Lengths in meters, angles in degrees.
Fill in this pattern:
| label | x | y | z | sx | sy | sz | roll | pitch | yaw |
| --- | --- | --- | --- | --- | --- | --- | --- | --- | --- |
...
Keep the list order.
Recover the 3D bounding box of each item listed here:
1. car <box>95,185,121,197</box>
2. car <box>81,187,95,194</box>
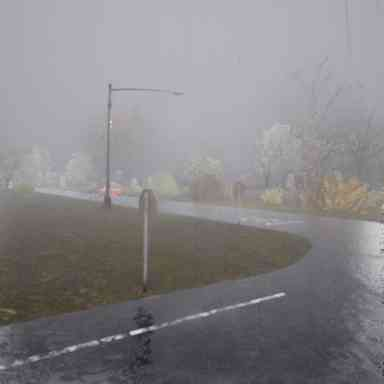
| label | x | y | z | sx | sy | sz | roll | pitch | yaw |
| --- | --- | --- | --- | --- | --- | --- | --- | --- | --- |
| car | -12.741 | -0.212 | 51.532 | 2.097 | 1.767 | 4.553 | 1 | 1 | -36 |
| car | -18.372 | -0.274 | 59.381 | 1.895 | 1.301 | 4.718 | 1 | 1 | -36 |
